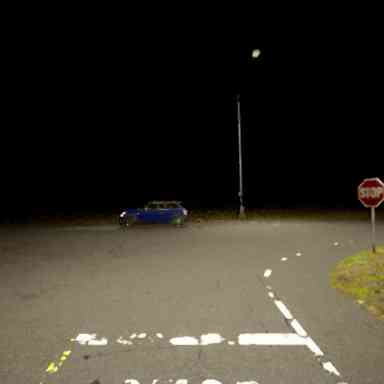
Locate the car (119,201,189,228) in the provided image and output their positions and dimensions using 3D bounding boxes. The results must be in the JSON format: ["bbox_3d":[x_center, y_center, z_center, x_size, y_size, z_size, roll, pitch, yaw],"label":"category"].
[{"bbox_3d":[-2.469,1.396,21.958,4.553,1.767,2.097,0,-1,-1],"label":"car"}]
